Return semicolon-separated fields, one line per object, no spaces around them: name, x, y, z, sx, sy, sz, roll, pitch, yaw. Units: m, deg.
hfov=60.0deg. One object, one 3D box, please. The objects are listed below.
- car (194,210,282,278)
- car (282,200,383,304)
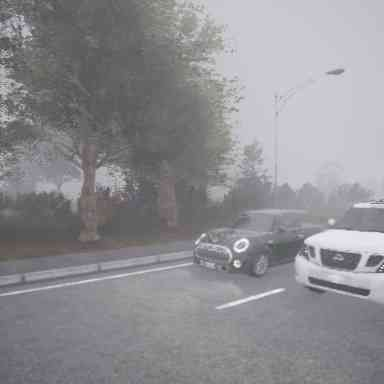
car;2.220;1.363;10.311;4.553;1.767;2.097;0;0;-39
car;4.761;1.225;7.825;5.566;2.045;2.150;0;0;-39
